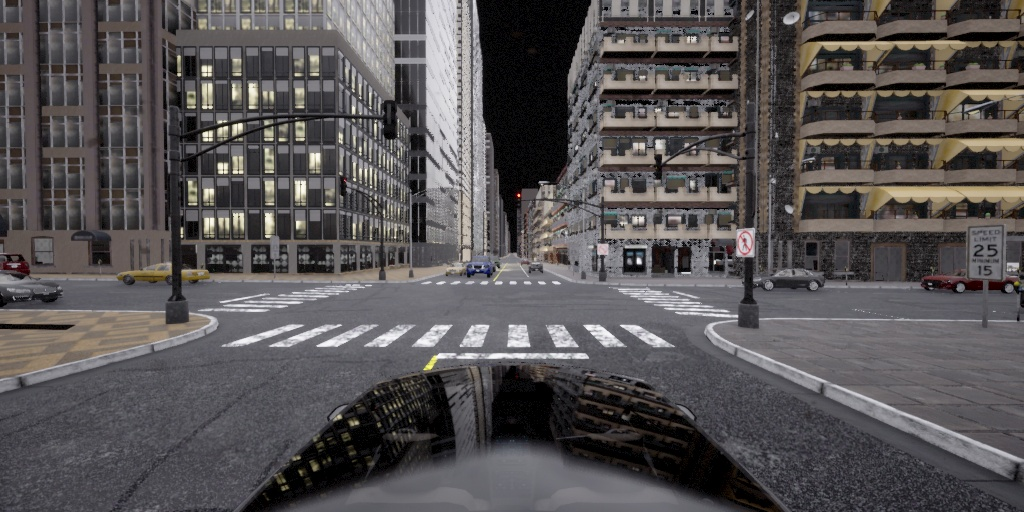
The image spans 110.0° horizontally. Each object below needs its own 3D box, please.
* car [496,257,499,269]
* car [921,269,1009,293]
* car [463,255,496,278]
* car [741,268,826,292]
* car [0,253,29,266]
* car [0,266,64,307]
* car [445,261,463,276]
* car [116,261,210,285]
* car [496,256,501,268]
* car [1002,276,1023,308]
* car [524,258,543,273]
[{"bbox_3d":[-3.016,1.217,45.230,1.882,1.535,5.008,0,0,0],"label":"car"},{"bbox_3d":[27.409,1.462,21.548,4.507,1.381,1.888,0,0,1],"label":"car"},{"bbox_3d":[-3.042,0.963,34.710,2.150,2.045,5.566,0,0,0],"label":"car"},{"bbox_3d":[16.344,1.376,21.723,4.403,1.370,2.007,0,0,1],"label":"car"},{"bbox_3d":[-33.577,0.713,22.516,5.009,1.841,2.192,0,0,1],"label":"car"},{"bbox_3d":[-20.265,1.204,13.954,4.403,1.370,2.007,0,0,1],"label":"car"},{"bbox_3d":[-5.629,1.266,36.409,1.751,1.417,4.829,0,0,0],"label":"car"},{"bbox_3d":[-21.631,1.030,22.290,4.829,1.417,1.751,0,0,1],"label":"car"},{"bbox_3d":[-2.985,0.956,57.103,2.150,2.045,5.566,0,0,0],"label":"car"},{"bbox_3d":[21.736,1.576,13.257,4.313,1.339,1.948,0,0,1],"label":"car"},{"bbox_3d":[2.762,1.290,42.219,2.007,1.370,4.403,0,0,0],"label":"car"}]
